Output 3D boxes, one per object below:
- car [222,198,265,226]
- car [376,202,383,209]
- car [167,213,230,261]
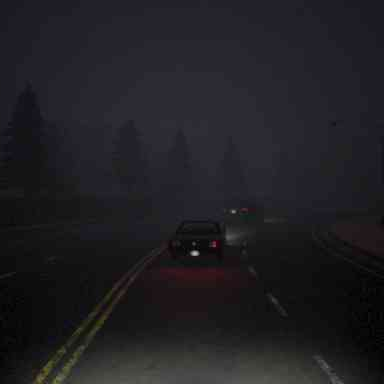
[{"bbox_3d":[4.122,1.510,26.188,2.150,2.045,5.566,0,0,26],"label":"car"},{"bbox_3d":[33.926,2.111,56.839,4.902,1.511,2.128,0,-1,-11],"label":"car"},{"bbox_3d":[0.392,1.744,13.075,1.895,1.301,4.718,0,-1,8],"label":"car"}]
